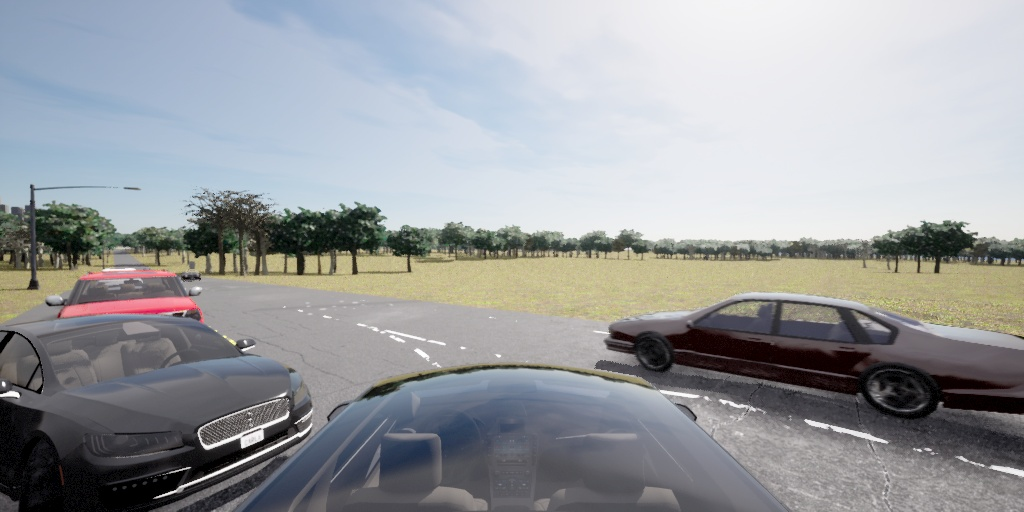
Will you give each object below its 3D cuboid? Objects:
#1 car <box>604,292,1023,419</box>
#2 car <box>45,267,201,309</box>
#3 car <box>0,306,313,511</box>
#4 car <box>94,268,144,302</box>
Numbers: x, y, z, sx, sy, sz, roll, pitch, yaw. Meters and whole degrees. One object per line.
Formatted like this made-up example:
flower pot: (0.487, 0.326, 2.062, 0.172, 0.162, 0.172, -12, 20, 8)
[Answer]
car: (4.329, 1.328, 5.951, 5.357, 1.411, 2.033, -1, -1, 42)
car: (-9.310, 1.385, 8.766, 5.566, 2.045, 2.150, -2, 0, 42)
car: (-4.488, 1.445, 4.028, 4.892, 1.490, 1.837, -3, -3, 22)
car: (-27.585, 1.886, 25.203, 5.566, 2.045, 2.150, -2, 0, 42)
